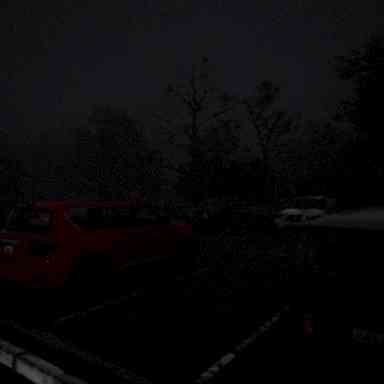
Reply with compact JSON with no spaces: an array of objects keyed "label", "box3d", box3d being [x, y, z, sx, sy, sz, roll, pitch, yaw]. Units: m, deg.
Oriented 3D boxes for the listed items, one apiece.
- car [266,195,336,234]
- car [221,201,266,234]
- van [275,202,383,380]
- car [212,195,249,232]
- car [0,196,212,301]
[{"label":"car","box3d":[6.328,1.219,17.773,2.435,2.045,5.566,0,0,35]},{"label":"car","box3d":[4.052,1.486,19.390,2.231,1.521,4.892,0,0,35]},{"label":"van","box3d":[3.071,1.245,5.232,1.878,1.987,4.442,0,0,35]},{"label":"car","box3d":[1.850,1.251,20.902,2.435,2.045,5.566,0,0,35]},{"label":"car","box3d":[-2.043,1.224,8.725,2.435,2.045,5.566,0,0,35]}]
